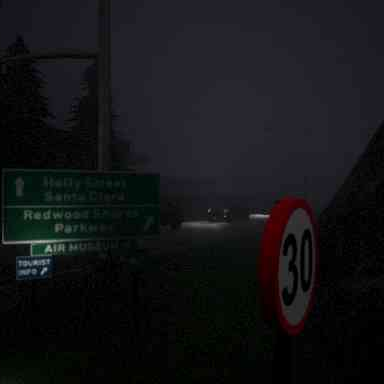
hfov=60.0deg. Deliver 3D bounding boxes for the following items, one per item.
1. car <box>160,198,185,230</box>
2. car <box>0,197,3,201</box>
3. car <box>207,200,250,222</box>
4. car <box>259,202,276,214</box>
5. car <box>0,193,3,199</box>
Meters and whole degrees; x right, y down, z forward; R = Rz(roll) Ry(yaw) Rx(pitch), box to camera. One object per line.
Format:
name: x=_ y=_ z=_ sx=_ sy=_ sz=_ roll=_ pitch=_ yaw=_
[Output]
car: x=-2.678 y=1.413 z=20.798 sx=2.150 sy=2.045 sz=5.566 roll=0 pitch=0 yaw=36
car: x=-12.364 y=1.503 z=26.061 sx=1.905 sy=1.878 sz=3.866 roll=0 pitch=0 yaw=35
car: x=3.212 y=1.543 z=28.891 sx=2.097 sy=1.767 sz=4.553 roll=0 pitch=0 yaw=36
car: x=9.086 y=1.755 z=36.945 sx=1.994 sy=1.385 sz=4.181 roll=0 pitch=0 yaw=36
car: x=-38.552 y=1.486 z=70.011 sx=4.514 sy=1.523 sz=2.007 roll=0 pitch=0 yaw=35
